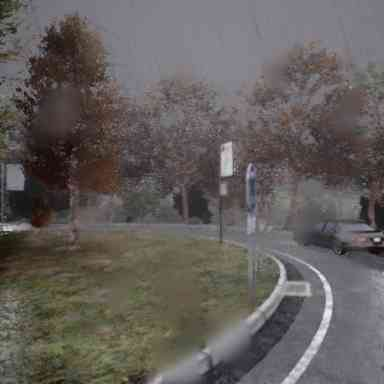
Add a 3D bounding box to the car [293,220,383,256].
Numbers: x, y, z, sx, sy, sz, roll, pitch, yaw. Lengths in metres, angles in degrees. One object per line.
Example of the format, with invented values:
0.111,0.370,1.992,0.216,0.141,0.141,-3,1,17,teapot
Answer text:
6.545,1.959,14.972,2.033,1.411,5.357,0,-3,-9,car
